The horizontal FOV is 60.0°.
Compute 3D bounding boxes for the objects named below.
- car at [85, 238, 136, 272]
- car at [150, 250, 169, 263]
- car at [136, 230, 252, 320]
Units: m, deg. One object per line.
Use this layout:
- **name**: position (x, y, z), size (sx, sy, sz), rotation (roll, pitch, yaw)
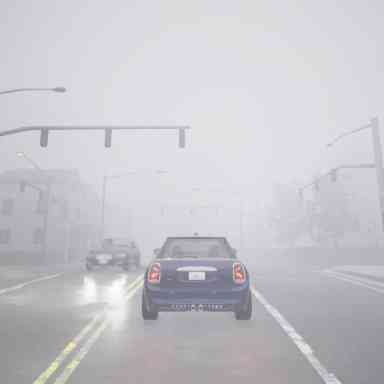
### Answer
- **car**: position (-3.623, 2.964, 16.035), size (2.128, 1.511, 4.902), rotation (0, -9, 0)
- **car**: position (-3.669, 7.482, 38.457), size (1.812, 1.442, 4.674), rotation (0, -11, 0)
- **car**: position (0.086, 1.807, 8.232), size (2.097, 1.767, 4.553), rotation (0, -7, 0)
